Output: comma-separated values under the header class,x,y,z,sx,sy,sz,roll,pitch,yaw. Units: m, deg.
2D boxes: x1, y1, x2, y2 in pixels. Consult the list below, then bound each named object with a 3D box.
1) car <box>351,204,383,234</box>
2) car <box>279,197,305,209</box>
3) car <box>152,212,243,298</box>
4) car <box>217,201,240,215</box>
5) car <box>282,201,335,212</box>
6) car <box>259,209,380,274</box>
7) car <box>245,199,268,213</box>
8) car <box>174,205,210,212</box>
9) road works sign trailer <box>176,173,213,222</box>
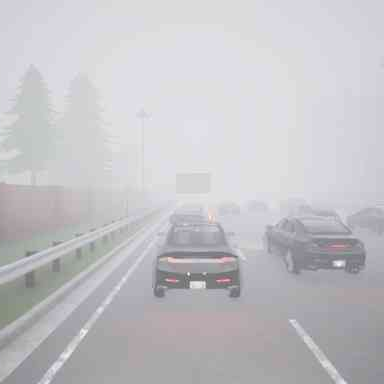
class,x,y,z,sx,sy,sz,roll,pitch,yaw
car,10.614,1.523,18.889,1.812,1.442,4.674,0,0,0
car,10.638,1.347,35.026,2.097,1.767,4.553,0,0,0
car,0.109,1.490,8.522,2.128,1.511,4.902,0,0,0
car,3.635,1.559,33.653,1.994,1.385,4.181,0,0,0
car,7.122,1.502,19.825,1.837,1.490,4.892,0,0,0
car,3.610,1.503,10.572,1.837,1.490,4.892,0,0,0
car,7.140,1.473,37.144,1.882,1.535,5.008,0,0,0
car,-0.046,1.472,18.969,1.882,1.535,5.008,0,0,6
road works sign trailer,0.082,0.461,22.886,2.380,3.560,2.880,0,0,0
